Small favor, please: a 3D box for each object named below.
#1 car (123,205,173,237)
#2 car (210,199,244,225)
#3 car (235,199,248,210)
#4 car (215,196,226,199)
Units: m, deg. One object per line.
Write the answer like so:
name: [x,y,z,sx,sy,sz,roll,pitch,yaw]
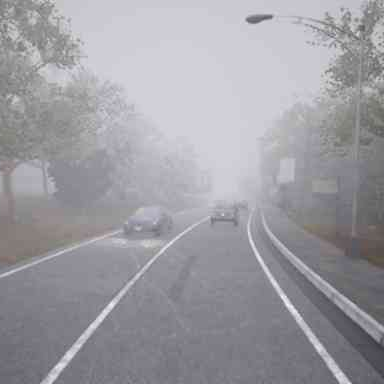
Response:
car: [-2.217,1.453,17.973,1.812,1.442,4.674,1,0,8]
car: [2.458,1.526,24.014,2.033,1.411,5.357,1,0,10]
car: [6.108,1.570,42.401,1.895,1.301,4.718,1,0,11]
car: [4.990,1.418,58.710,1.812,1.442,4.674,1,0,7]
